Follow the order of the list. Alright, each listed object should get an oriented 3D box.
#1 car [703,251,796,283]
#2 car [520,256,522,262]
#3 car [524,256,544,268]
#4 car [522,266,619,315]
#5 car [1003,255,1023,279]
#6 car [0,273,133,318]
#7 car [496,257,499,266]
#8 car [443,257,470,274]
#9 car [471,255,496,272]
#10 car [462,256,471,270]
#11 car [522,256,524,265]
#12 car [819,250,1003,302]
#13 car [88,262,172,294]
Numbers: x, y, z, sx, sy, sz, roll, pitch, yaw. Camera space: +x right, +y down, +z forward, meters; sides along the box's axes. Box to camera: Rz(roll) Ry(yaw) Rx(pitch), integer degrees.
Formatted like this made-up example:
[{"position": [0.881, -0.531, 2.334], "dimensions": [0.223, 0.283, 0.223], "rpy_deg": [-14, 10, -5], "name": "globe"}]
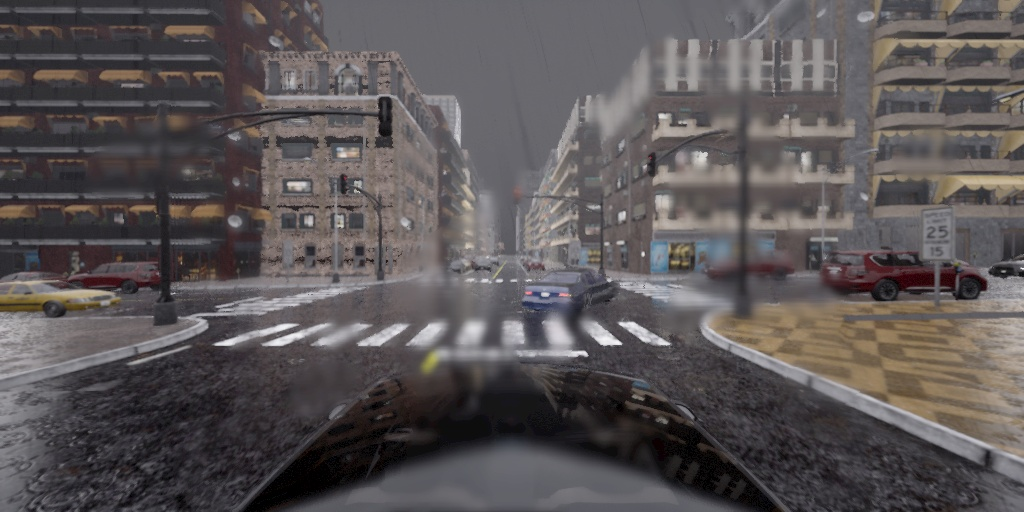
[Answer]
[{"position": [14.573, 0.604, 22.089], "dimensions": [5.009, 1.841, 2.192], "rpy_deg": [0, 0, 0], "name": "car"}, {"position": [2.683, 0.916, 58.485], "dimensions": [1.802, 1.307, 4.207], "rpy_deg": [0, 0, 0], "name": "car"}, {"position": [2.685, 0.895, 41.438], "dimensions": [1.967, 1.591, 4.097], "rpy_deg": [0, 0, 0], "name": "car"}, {"position": [2.315, 1.160, 12.995], "dimensions": [2.033, 1.411, 5.357], "rpy_deg": [0, 1, 31], "name": "car"}, {"position": [29.293, 0.543, 19.618], "dimensions": [4.892, 1.490, 1.837], "rpy_deg": [-1, 1, 0], "name": "car"}, {"position": [-17.632, 1.495, 13.428], "dimensions": [4.829, 1.417, 1.751], "rpy_deg": [0, 0, 0], "name": "car"}, {"position": [-3.063, 0.812, 58.356], "dimensions": [1.882, 1.535, 5.008], "rpy_deg": [0, 0, 0], "name": "car"}, {"position": [-5.695, 1.062, 35.752], "dimensions": [1.948, 1.339, 4.313], "rpy_deg": [0, 0, 0], "name": "car"}, {"position": [-3.101, 0.973, 39.592], "dimensions": [1.837, 1.490, 4.892], "rpy_deg": [0, 1, 0], "name": "car"}, {"position": [-5.696, 0.980, 41.265], "dimensions": [1.751, 1.417, 4.829], "rpy_deg": [0, 0, 0], "name": "car"}, {"position": [2.684, 0.854, 47.120], "dimensions": [1.967, 1.591, 4.097], "rpy_deg": [0, 0, 0], "name": "car"}, {"position": [14.709, 0.684, 13.710], "dimensions": [5.009, 1.841, 2.192], "rpy_deg": [0, 0, 0], "name": "car"}, {"position": [-23.601, 1.308, 21.723], "dimensions": [5.009, 1.841, 2.192], "rpy_deg": [0, 0, 0], "name": "car"}]
